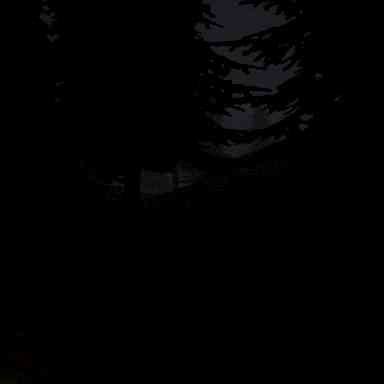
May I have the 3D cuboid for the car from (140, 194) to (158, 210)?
[{"bbox_3d":[-6.466,1.206,39.262,2.150,2.045,5.566,0,0,37],"label":"car"}]
